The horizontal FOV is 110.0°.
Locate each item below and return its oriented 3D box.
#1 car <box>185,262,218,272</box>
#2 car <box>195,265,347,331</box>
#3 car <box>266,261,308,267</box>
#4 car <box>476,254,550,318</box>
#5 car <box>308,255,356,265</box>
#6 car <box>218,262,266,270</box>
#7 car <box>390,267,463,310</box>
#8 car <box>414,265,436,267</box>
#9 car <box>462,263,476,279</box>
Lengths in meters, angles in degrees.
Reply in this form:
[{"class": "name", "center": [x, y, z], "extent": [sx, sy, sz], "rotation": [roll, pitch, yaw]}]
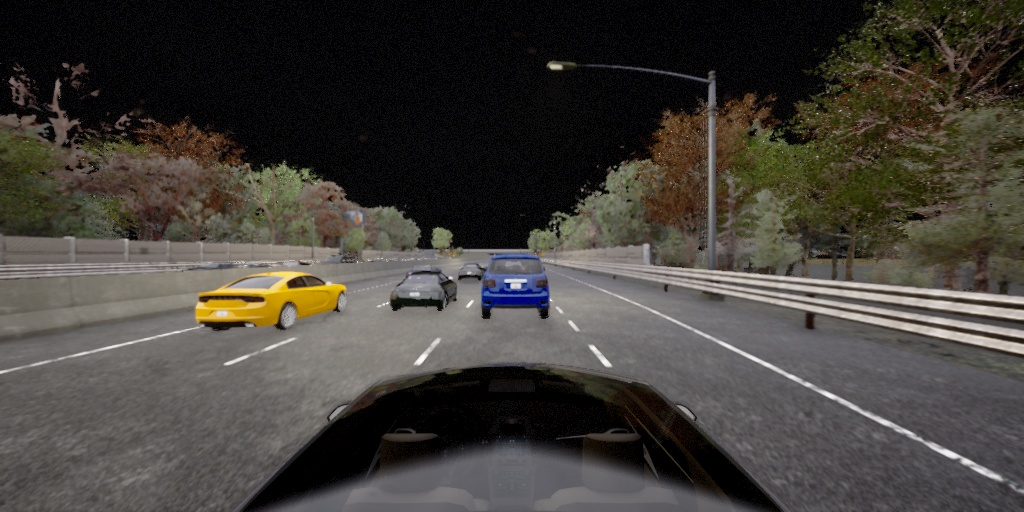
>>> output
[{"class": "car", "center": [-28.079, 1.281, 34.159], "extent": [2.033, 1.411, 5.357], "rotation": [0, 0, 0]}, {"class": "car", "center": [-6.896, 1.219, 11.006], "extent": [1.882, 1.535, 5.008], "rotation": [0, 0, 0]}, {"class": "car", "center": [-21.078, 1.259, 34.653], "extent": [1.812, 1.442, 4.674], "rotation": [0, 0, 0]}, {"class": "car", "center": [0.093, 0.962, 13.120], "extent": [2.150, 2.045, 5.566], "rotation": [0, 0, 0]}, {"class": "car", "center": [-17.577, 0.954, 36.009], "extent": [2.150, 2.045, 5.566], "rotation": [0, 0, 0]}, {"class": "car", "center": [-24.580, 1.335, 33.748], "extent": [1.895, 1.301, 4.718], "rotation": [0, 0, 0]}, {"class": "car", "center": [-3.395, 1.303, 14.520], "extent": [1.994, 1.385, 4.181], "rotation": [0, 0, 0]}, {"class": "car", "center": [-6.887, 1.335, 28.694], "extent": [1.895, 1.301, 4.718], "rotation": [0, 0, 0]}, {"class": "car", "center": [-3.385, 1.298, 30.618], "extent": [1.994, 1.385, 4.181], "rotation": [0, 0, 0]}]
